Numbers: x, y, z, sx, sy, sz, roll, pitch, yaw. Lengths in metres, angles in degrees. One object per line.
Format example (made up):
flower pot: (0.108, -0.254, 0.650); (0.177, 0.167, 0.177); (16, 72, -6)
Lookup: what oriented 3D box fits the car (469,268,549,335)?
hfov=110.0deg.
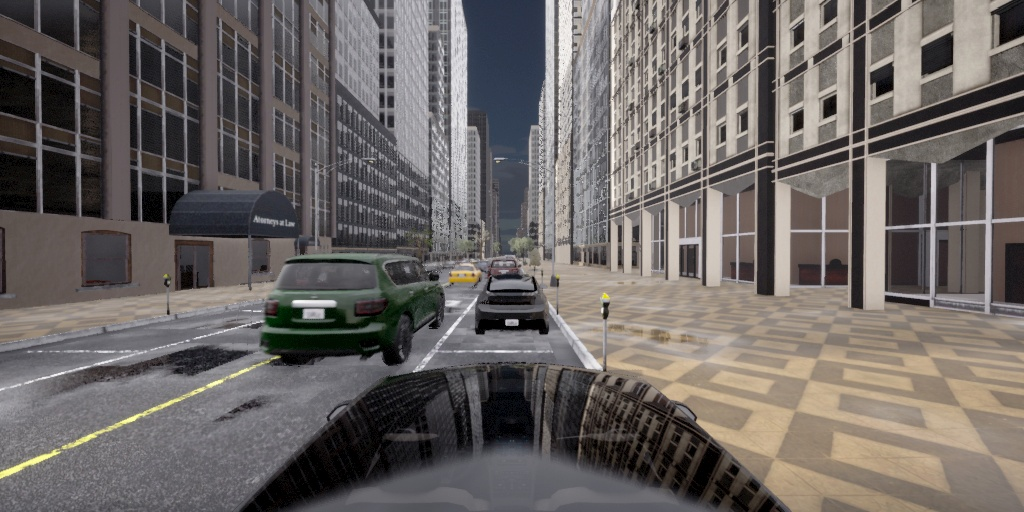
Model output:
car: (-0.001, 1.252, 10.501); (1.837, 1.490, 4.892); (0, 0, 0)

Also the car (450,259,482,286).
car: (-3.148, 1.201, 24.953); (1.801, 1.575, 5.366); (0, 0, 0)

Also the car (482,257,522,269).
car: (-0.457, 1.061, 22.523); (2.192, 1.841, 5.009); (0, 0, 0)

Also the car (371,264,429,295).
car: (-6.247, 1.251, 20.687); (1.837, 1.490, 4.892); (0, 0, 0)

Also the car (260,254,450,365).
car: (-3.041, 0.971, 8.180); (2.150, 2.045, 5.566); (0, 0, 0)
